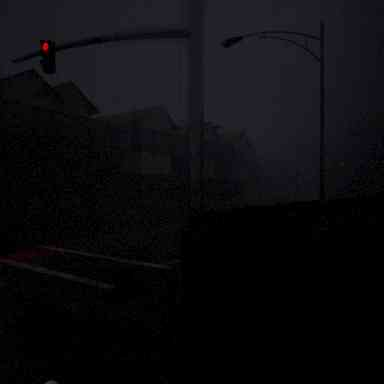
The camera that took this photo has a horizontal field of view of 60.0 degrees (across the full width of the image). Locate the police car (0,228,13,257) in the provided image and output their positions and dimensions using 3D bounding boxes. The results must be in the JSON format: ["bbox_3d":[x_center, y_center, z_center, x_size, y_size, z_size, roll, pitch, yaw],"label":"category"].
[{"bbox_3d":[-8.197,1.535,9.914,1.930,1.638,5.238,1,-2,35],"label":"police car"}]
